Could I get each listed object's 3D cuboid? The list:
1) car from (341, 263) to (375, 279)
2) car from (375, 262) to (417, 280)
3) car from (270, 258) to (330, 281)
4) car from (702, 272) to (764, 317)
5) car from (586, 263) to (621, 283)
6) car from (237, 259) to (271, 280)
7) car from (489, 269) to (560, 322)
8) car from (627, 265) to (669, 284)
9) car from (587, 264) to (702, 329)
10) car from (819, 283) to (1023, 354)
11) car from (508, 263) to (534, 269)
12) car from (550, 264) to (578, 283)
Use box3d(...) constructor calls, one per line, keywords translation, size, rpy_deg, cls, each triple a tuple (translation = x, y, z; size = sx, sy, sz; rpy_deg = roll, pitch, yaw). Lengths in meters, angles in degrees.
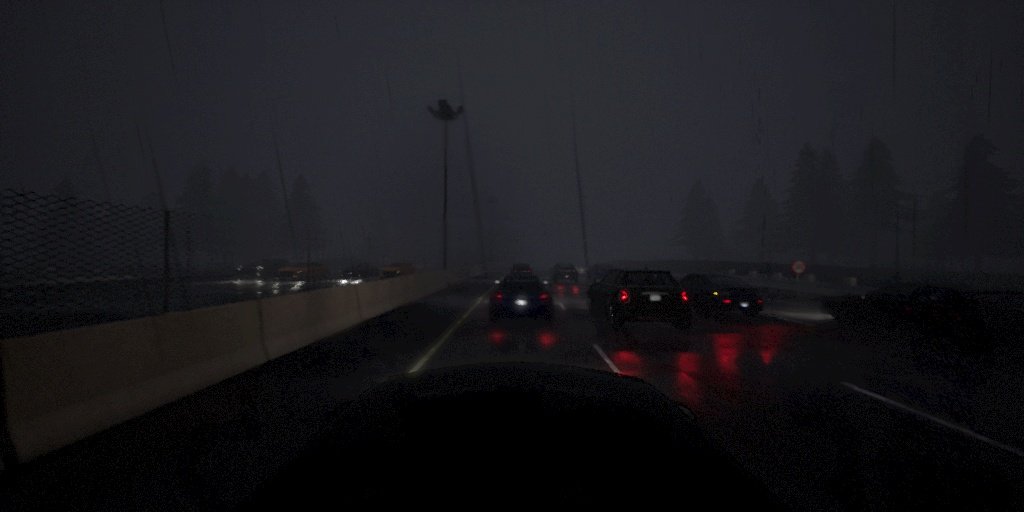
box3d(translation=(-13.318, 1.283, 31.756), size=(1.994, 1.385, 4.181), rpy_deg=(1, 0, 2), cls="car")
box3d(translation=(-9.828, 1.226, 31.382), size=(1.882, 1.535, 5.008), rpy_deg=(1, -1, 2), cls="car")
box3d(translation=(-16.903, 1.149, 29.363), size=(1.882, 1.535, 5.008), rpy_deg=(1, 0, 2), cls="car")
box3d(translation=(7.342, 1.342, 13.541), size=(1.812, 1.442, 4.674), rpy_deg=(1, 0, 1), cls="car")
box3d(translation=(7.790, 1.389, 31.130), size=(1.882, 1.535, 5.008), rpy_deg=(1, 0, 1), cls="car")
box3d(translation=(-20.387, 0.993, 29.891), size=(2.097, 1.767, 4.553), rpy_deg=(1, 0, 2), cls="car")
box3d(translation=(0.322, 1.311, 12.242), size=(1.994, 1.385, 4.181), rpy_deg=(1, 0, 1), cls="car")
box3d(translation=(11.264, 1.502, 30.040), size=(1.994, 1.385, 4.181), rpy_deg=(1, 0, 1), cls="car")
box3d(translation=(3.807, 1.129, 11.509), size=(2.097, 1.767, 4.553), rpy_deg=(1, 0, 1), cls="car")
box3d(translation=(10.746, 1.385, 9.021), size=(2.033, 1.411, 5.357), rpy_deg=(1, 0, 1), cls="car")
box3d(translation=(0.754, 1.343, 29.702), size=(1.837, 1.490, 4.892), rpy_deg=(1, 0, 1), cls="car")
box3d(translation=(4.250, 1.361, 29.558), size=(2.128, 1.511, 4.902), rpy_deg=(1, 0, 1), cls="car")
